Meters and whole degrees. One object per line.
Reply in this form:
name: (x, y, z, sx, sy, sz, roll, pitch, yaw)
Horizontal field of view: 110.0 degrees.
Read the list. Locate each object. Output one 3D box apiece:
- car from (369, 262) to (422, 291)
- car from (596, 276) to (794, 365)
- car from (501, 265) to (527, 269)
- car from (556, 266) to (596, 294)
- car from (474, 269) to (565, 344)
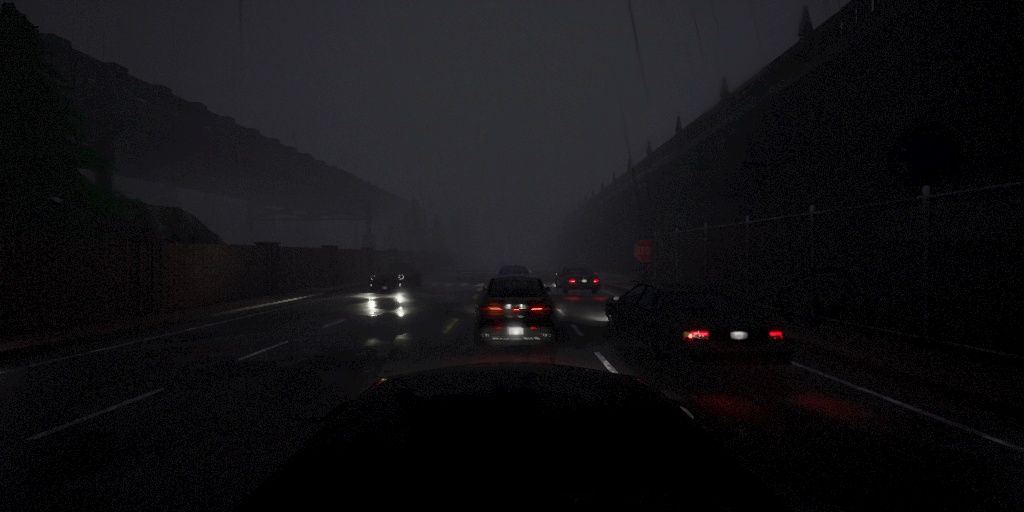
car: (-7.000, 1.167, 21.955, 2.097, 1.767, 4.553, 0, 0, 0)
car: (3.595, 1.297, 8.145, 2.033, 1.411, 5.357, 0, 0, 1)
car: (0.103, 1.227, 20.099, 1.882, 1.535, 5.008, 0, 0, 0)
car: (3.603, 1.297, 20.372, 2.033, 1.411, 5.357, 0, 0, 0)
car: (0.097, 1.255, 9.570, 1.837, 1.490, 4.892, 0, 0, 0)
